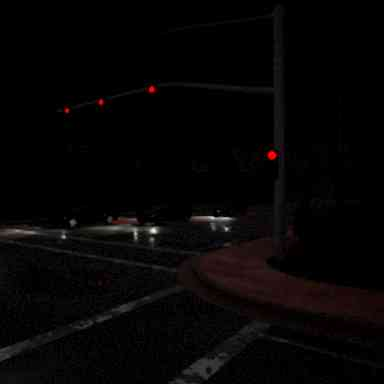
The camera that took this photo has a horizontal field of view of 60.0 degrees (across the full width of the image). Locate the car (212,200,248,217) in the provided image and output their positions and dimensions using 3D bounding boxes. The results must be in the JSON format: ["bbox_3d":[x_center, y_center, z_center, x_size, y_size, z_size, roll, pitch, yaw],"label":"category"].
[{"bbox_3d":[3.876,1.597,33.213,1.837,1.490,4.892,0,0,36],"label":"car"}]

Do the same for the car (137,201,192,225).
[{"bbox_3d":[-1.995,1.569,25.083,1.882,1.535,5.008,0,0,36],"label":"car"}]

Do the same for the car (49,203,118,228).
[{"bbox_3d":[-7.513,1.588,23.399,1.882,1.535,5.008,0,0,36],"label":"car"}]

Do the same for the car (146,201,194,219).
[{"bbox_3d":[-1.957,1.615,31.126,1.837,1.490,4.892,0,0,36],"label":"car"}]
